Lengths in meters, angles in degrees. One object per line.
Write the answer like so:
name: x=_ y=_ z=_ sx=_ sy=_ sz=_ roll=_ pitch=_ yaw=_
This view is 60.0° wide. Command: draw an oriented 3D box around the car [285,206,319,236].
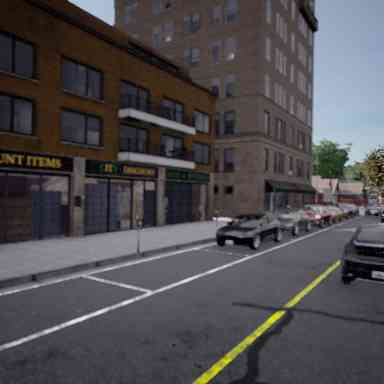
car: x=5.774 y=1.716 z=19.669 sx=2.008 sy=1.369 sz=4.403 roll=1 pitch=0 yaw=34

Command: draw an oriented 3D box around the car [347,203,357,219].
car: x=14.967 y=1.824 z=33.439 sx=1.967 sy=1.590 sz=4.097 roll=1 pitch=0 yaw=34

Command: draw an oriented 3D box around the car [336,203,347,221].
car: x=11.807 y=1.834 z=28.708 sx=1.752 sy=1.417 sz=4.829 roll=1 pitch=0 yaw=34

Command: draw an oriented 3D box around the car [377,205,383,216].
car: x=12.358 y=1.764 z=19.646 sx=1.882 sy=1.535 sz=5.008 roll=1 pitch=0 yaw=34

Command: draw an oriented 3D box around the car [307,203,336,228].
car: x=8.839 y=1.678 z=24.260 sx=1.967 sy=1.590 sz=4.097 roll=1 pitch=0 yaw=34

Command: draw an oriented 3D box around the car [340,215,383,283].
car: x=5.482 y=1.631 z=9.347 sx=1.837 sy=1.490 sz=4.892 roll=1 pitch=-1 yaw=34

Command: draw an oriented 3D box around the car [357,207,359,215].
car: x=18.028 y=2.039 z=38.029 sx=1.802 sy=1.307 sz=4.206 roll=1 pitch=0 yaw=34

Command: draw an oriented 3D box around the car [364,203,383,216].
car: x=20.369 y=1.988 z=36.856 sx=2.128 sy=1.511 sz=4.902 roll=1 pitch=0 yaw=34

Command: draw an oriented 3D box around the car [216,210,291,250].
car: x=2.710 y=1.661 z=15.080 sx=1.947 sy=1.339 sz=4.313 roll=1 pitch=0 yaw=34
